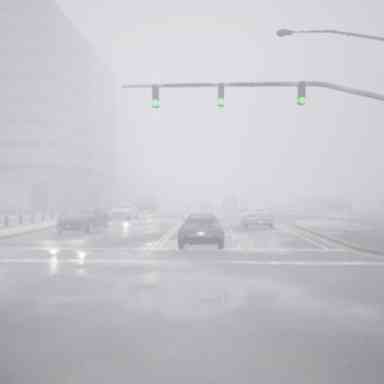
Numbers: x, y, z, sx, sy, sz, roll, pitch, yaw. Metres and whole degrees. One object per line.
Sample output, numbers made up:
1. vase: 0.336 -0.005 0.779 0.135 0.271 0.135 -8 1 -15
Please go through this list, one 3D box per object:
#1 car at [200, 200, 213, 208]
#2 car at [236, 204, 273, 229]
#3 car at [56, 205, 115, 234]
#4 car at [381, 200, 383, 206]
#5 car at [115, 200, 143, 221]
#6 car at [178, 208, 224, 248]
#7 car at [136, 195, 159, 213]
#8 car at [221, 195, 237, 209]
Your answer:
1. car: 2.182 1.854 50.806 1.895 1.301 4.718 0 0 3
2. car: 4.308 1.629 22.622 1.812 1.442 4.674 0 0 3
3. car: -6.527 1.602 20.440 1.882 1.535 5.008 0 0 3
4. car: 31.319 1.567 52.055 1.970 1.475 3.806 0 0 3
5. car: -6.028 1.696 29.707 1.812 1.442 4.674 0 0 3
6. car: 0.442 1.641 15.302 1.994 1.385 4.181 0 0 3
7. car: -5.406 1.444 40.343 2.150 2.045 5.566 0 0 4
8. car: 5.686 1.465 50.778 2.150 2.045 5.566 0 0 3
